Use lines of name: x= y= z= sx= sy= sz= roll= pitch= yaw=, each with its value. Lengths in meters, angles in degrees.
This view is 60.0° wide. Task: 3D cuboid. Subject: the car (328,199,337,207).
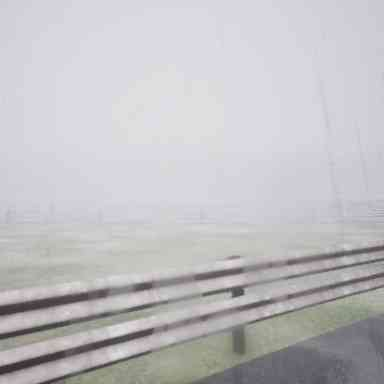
car: x=18.571 y=1.711 z=38.018 sx=5.008 sy=1.535 sz=1.882 roll=-2 pitch=0 yaw=9

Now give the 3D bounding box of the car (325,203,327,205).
car: x=19.062 y=1.553 z=41.483 sx=4.553 sy=1.767 sz=2.097 roll=-2 pitch=0 yaw=9

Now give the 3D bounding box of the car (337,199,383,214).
car: x=18.015 y=1.625 z=34.562 sx=4.553 sy=1.767 sz=2.097 roll=-2 pitch=0 yaw=9
